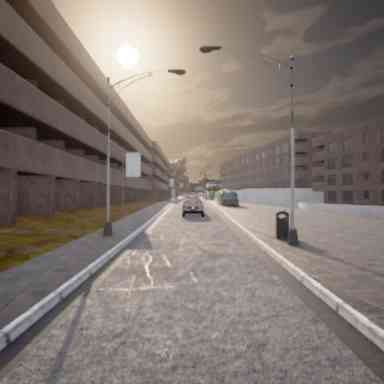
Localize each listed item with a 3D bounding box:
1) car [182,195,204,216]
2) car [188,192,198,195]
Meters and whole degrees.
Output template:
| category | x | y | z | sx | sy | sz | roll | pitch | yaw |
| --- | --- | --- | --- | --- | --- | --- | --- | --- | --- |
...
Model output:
| category | x | y | z | sx | sy | sz | roll | pitch | yaw |
| --- | --- | --- | --- | --- | --- | --- | --- | --- | --- |
| car | 0.091 | 1.251 | 28.508 | 2.033 | 1.411 | 5.357 | 0 | 1 | 0 |
| car | 0.090 | 0.848 | 50.856 | 2.097 | 1.767 | 4.553 | 0 | 0 | -2 |
